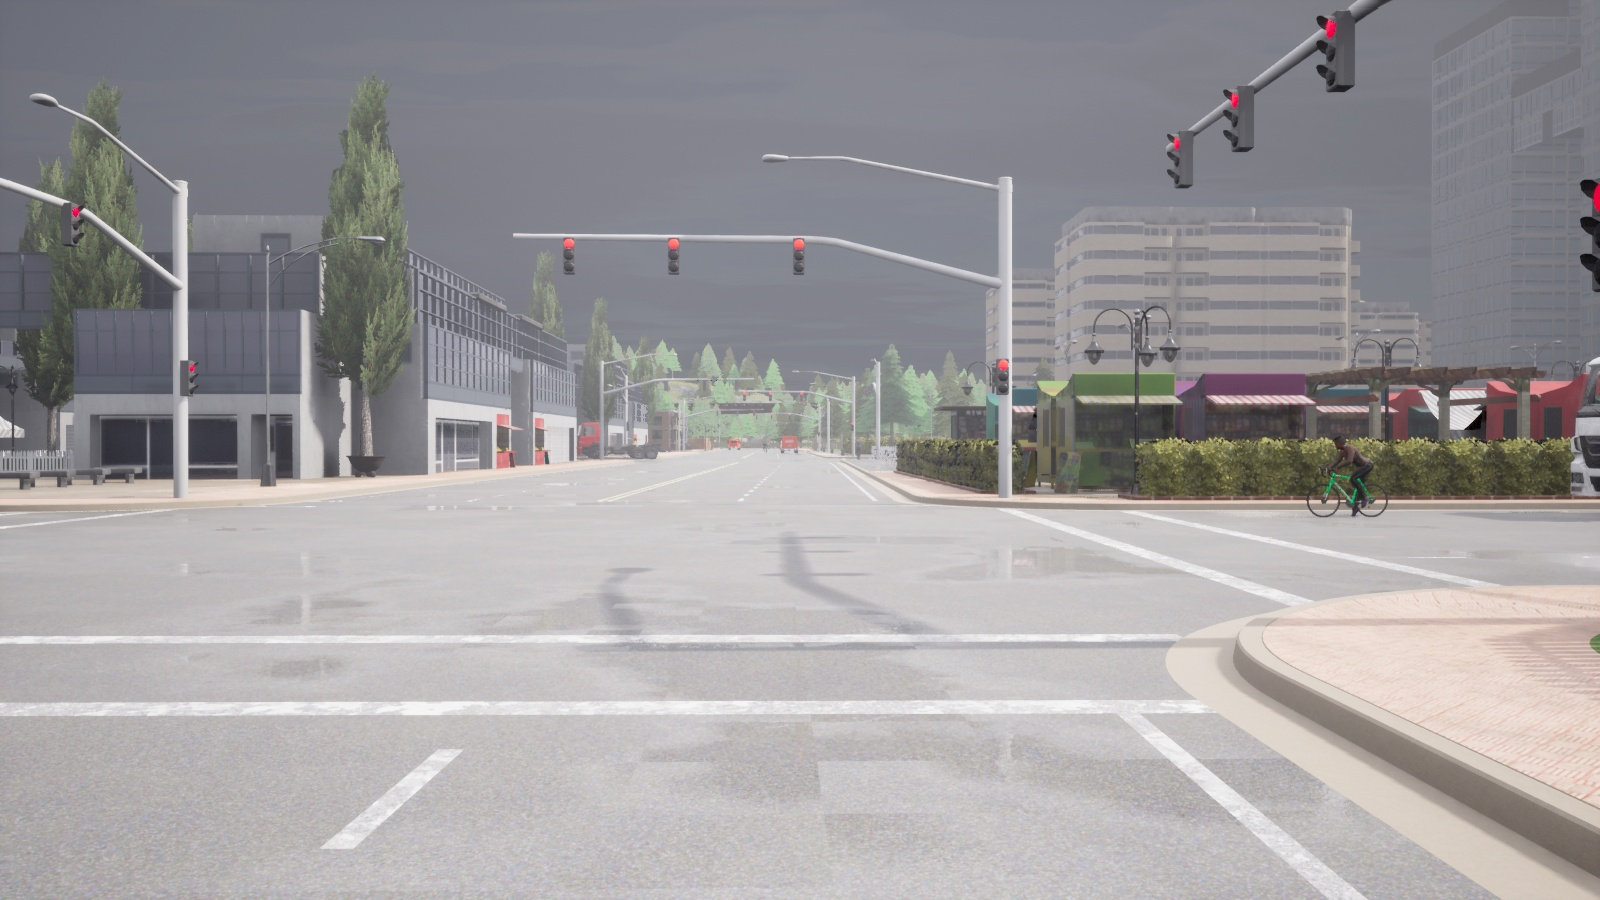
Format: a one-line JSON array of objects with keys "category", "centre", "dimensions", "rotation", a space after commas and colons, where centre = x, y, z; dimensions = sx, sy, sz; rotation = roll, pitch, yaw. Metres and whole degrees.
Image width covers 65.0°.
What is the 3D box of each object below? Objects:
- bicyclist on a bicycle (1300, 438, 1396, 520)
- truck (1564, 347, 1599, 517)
[{"category": "bicyclist on a bicycle", "centre": [10.932, 0.567, 25.075], "dimensions": [1.656, 1.620, 0.582], "rotation": [0, 0, -1]}, {"category": "truck", "centre": [20.193, -0.362, 25.251], "dimensions": [7.936, 3.462, 2.891], "rotation": [0, 0, -1]}]
